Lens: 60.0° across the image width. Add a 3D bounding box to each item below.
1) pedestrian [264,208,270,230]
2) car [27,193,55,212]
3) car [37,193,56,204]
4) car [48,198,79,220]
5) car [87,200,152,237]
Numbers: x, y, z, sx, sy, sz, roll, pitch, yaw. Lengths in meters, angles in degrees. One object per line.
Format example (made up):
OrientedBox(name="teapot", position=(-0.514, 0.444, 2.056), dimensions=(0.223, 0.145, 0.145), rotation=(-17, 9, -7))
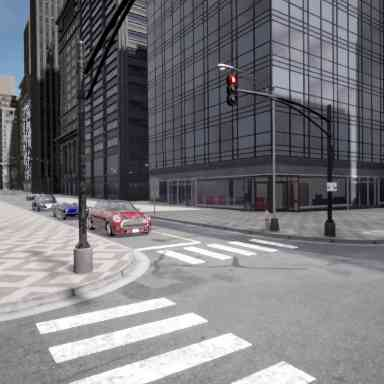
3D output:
OrientedBox(name="pedestrian", position=(3.896, 1.373, 17.267), dimensions=(0.500, 1.100, 0.500), rotation=(0, 0, -34))
OrientedBox(name="car", position=(-15.410, 1.178, 34.672), dimensions=(2.128, 1.511, 4.902), rotation=(-1, 1, -34))
OrientedBox(name="car", position=(-21.868, 0.974, 49.887), dimensions=(1.837, 1.490, 4.892), rotation=(-1, 1, -34))
OrientedBox(name="car", position=(-9.597, 1.389, 26.075), dimensions=(1.895, 1.301, 4.718), rotation=(-1, 1, -34))
OrientedBox(name="car", position=(-3.928, 1.233, 17.689), dimensions=(2.097, 1.767, 4.553), rotation=(-1, 1, -34))
